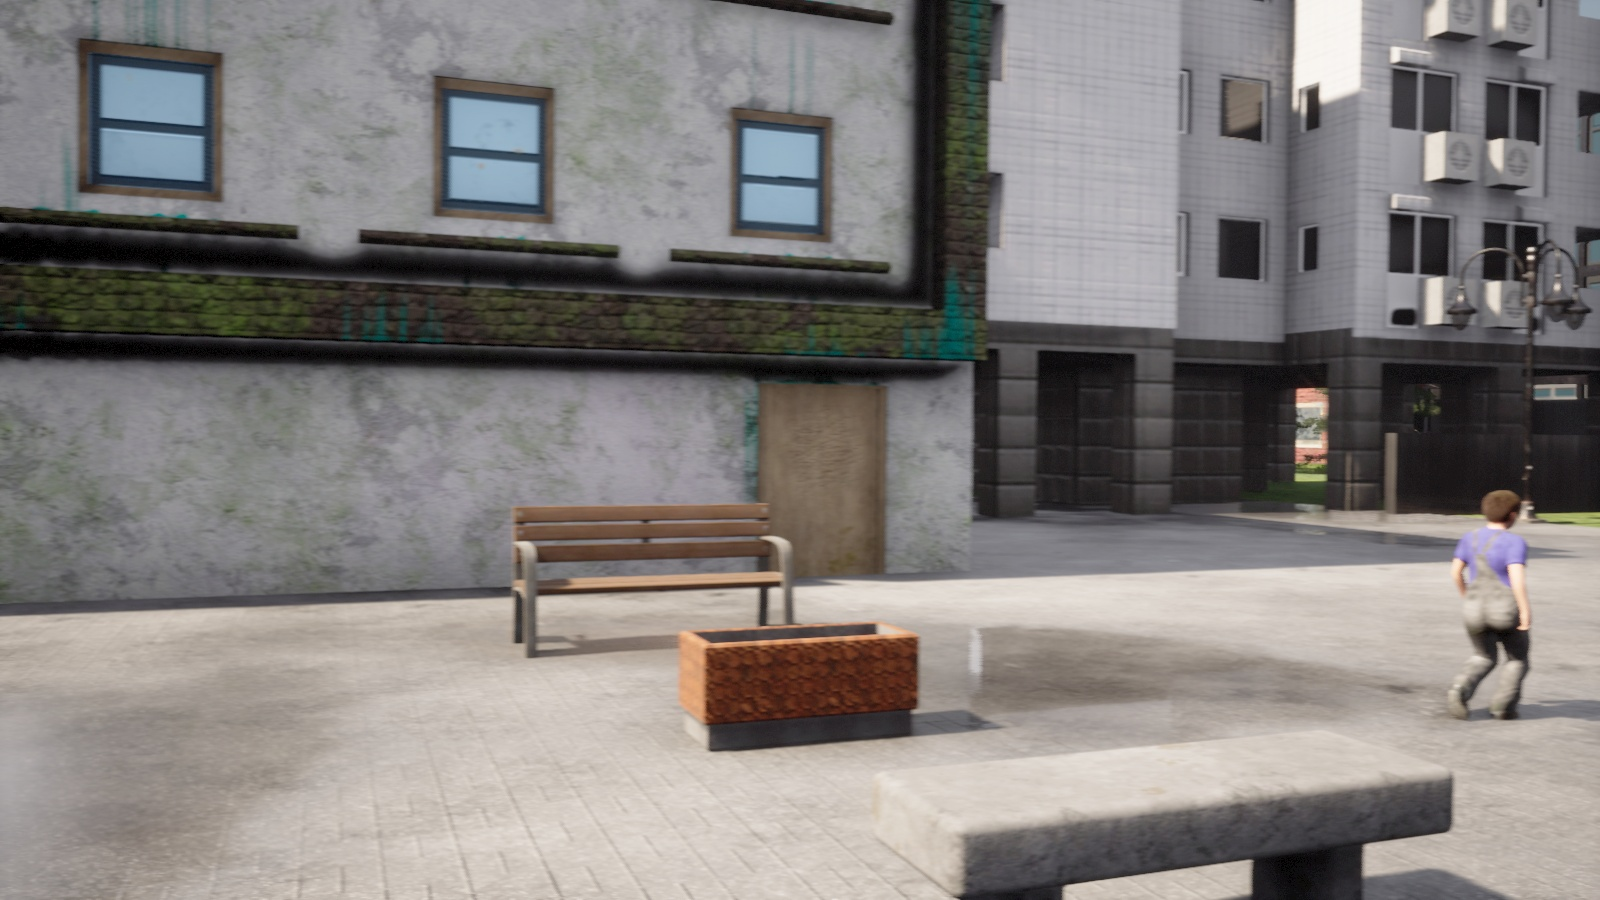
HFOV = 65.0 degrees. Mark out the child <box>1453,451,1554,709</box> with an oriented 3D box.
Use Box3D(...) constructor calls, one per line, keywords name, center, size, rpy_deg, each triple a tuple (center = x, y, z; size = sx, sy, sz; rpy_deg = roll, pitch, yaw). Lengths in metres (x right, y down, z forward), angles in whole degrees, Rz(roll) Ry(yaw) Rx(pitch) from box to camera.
Box3D(name="child", center=(3.599, 0.641, 6.423), size=(0.437, 1.263, 0.270), rpy_deg=(-1, 1, -32))
